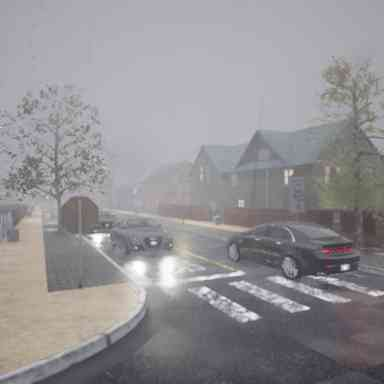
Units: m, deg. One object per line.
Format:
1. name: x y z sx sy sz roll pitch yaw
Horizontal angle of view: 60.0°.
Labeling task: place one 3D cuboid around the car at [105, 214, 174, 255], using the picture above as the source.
1. car: -2.363 1.889 14.959 1.994 1.385 4.181 -1 -1 -25

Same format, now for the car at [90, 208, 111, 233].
1. car: -6.515 2.099 24.073 1.994 1.385 4.181 -1 -1 -25

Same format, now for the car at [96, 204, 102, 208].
1. car: -13.874 2.497 47.325 1.882 1.535 5.008 -1 -1 -24

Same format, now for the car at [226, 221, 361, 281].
1. car: 2.868 1.679 10.612 1.837 1.490 4.892 -1 0 -25
